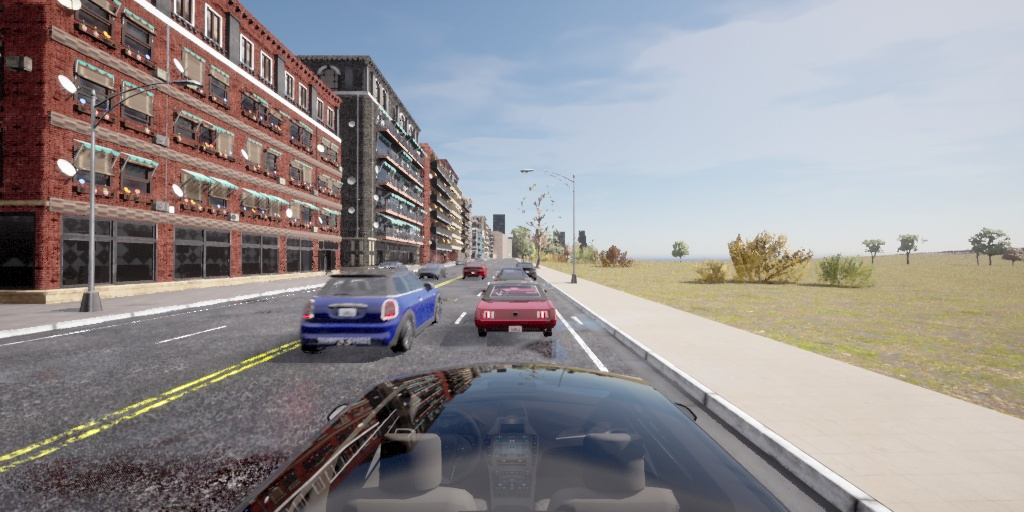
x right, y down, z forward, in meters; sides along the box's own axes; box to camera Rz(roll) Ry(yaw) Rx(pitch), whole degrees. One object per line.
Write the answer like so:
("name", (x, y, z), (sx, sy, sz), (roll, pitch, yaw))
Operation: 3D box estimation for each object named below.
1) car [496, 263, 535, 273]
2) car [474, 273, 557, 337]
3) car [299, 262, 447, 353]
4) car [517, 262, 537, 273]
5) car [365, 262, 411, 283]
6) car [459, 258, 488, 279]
("car", (0.036, 1.317, 20.305), (1.994, 1.385, 4.181), (0, 0, 0))
("car", (0.075, 1.352, 10.274), (1.895, 1.301, 4.718), (0, 0, 0))
("car", (-3.173, 1.104, 9.024), (2.097, 1.767, 4.553), (0, 0, 0))
("car", (1.052, 1.259, 30.298), (1.837, 1.490, 4.892), (0, 0, 0))
("car", (-9.933, 1.245, 29.209), (2.128, 1.511, 4.902), (0, 0, 0))
("car", (-3.242, 1.231, 32.311), (1.882, 1.535, 5.008), (0, 0, 0))
